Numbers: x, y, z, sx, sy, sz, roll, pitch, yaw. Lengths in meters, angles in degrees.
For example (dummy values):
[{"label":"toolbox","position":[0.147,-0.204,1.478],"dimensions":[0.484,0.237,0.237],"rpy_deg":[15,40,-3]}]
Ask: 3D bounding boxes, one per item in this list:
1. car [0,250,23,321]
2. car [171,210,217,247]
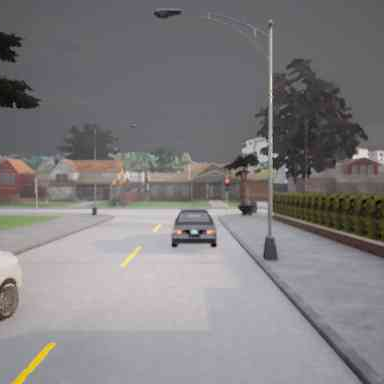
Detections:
[{"label":"car","position":[-4.089,1.500,4.497],"dimensions":[1.812,1.442,4.674],"rpy_deg":[0,0,0]},{"label":"car","position":[0.088,1.468,14.487],"dimensions":[2.033,1.411,5.357],"rpy_deg":[0,0,0]}]
